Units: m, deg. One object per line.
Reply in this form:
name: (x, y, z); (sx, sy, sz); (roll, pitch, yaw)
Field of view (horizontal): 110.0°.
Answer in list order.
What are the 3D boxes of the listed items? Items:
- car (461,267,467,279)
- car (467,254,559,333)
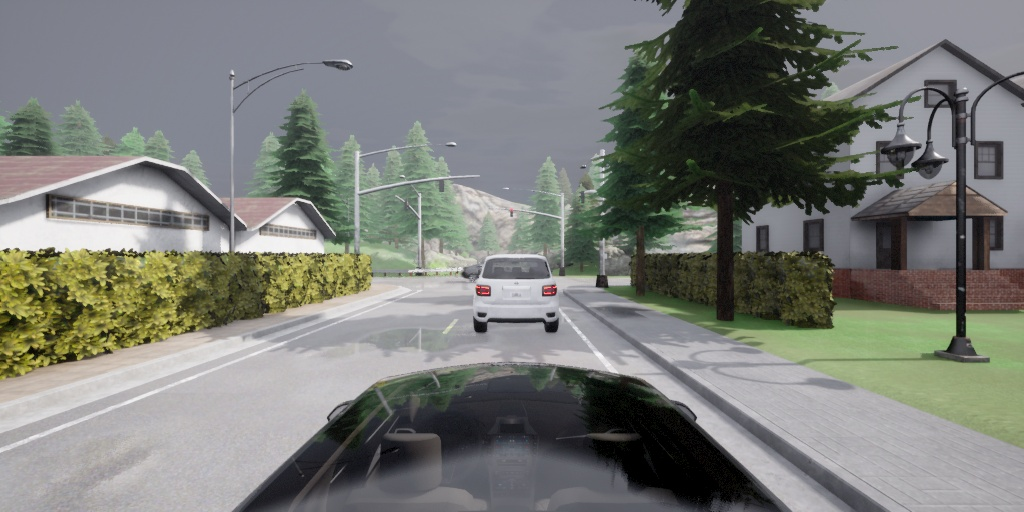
car: (-1.374, 1.235, 27.031); (4.902, 1.511, 2.128); (0, 0, 0)
car: (0.106, 0.971, 10.912); (2.150, 2.045, 5.566); (0, 0, 0)
